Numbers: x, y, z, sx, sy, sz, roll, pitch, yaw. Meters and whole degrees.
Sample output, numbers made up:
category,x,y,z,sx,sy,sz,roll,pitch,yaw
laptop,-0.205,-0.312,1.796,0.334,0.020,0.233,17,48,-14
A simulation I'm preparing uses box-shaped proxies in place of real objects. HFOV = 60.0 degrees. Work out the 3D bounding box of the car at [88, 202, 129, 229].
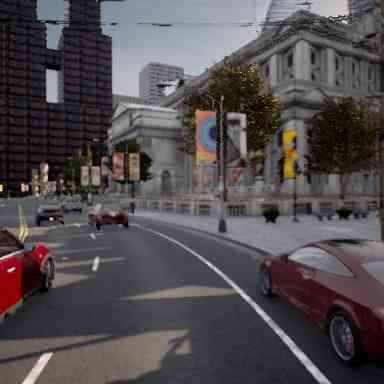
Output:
category,x,y,z,sx,sy,sz,roll,pitch,yaw
car,-5.880,1.483,23.074,2.097,1.767,4.553,0,0,-24

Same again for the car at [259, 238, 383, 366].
category,x,y,z,sx,sy,sz,roll,pitch,yaw
car,2.664,1.528,5.759,2.002,1.452,4.674,0,0,-8

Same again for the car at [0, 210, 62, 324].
category,x,y,z,sx,sy,sz,roll,pitch,yaw
car,-4.132,1.403,6.092,2.097,1.767,4.553,0,0,-7

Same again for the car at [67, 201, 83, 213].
category,x,y,z,sx,sy,sz,roll,pitch,yaw
car,-14.466,1.800,40.044,2.033,1.411,5.357,0,0,-28

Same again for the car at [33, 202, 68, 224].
category,x,y,z,sx,sy,sz,roll,pitch,yaw
car,-11.148,1.680,25.963,1.837,1.490,4.892,0,0,-26
